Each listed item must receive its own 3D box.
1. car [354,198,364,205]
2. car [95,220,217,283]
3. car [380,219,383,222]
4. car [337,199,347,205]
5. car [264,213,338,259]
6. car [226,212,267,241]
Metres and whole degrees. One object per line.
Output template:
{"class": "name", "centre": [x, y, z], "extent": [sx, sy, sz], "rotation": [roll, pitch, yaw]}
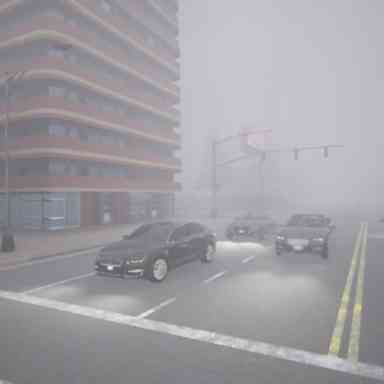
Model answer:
{"class": "car", "centre": [37.278, 2.132, 74.171], "extent": [2.033, 1.411, 5.357], "rotation": [-1, -1, 28]}
{"class": "car", "centre": [-0.863, 1.689, 10.554], "extent": [1.837, 1.490, 4.892], "rotation": [-1, -1, 30]}
{"class": "car", "centre": [9.442, 1.606, 14.463], "extent": [1.837, 1.490, 4.892], "rotation": [-1, -1, 28]}
{"class": "car", "centre": [34.192, 2.211, 75.820], "extent": [1.994, 1.385, 4.181], "rotation": [-1, -1, 28]}
{"class": "car", "centre": [4.755, 1.643, 13.504], "extent": [2.128, 1.511, 4.902], "rotation": [-1, -1, 28]}
{"class": "car", "centre": [3.404, 1.804, 18.368], "extent": [1.994, 1.385, 4.181], "rotation": [-1, -1, 28]}
